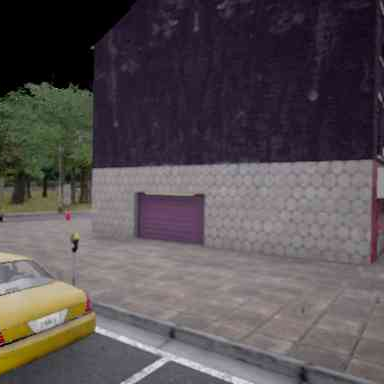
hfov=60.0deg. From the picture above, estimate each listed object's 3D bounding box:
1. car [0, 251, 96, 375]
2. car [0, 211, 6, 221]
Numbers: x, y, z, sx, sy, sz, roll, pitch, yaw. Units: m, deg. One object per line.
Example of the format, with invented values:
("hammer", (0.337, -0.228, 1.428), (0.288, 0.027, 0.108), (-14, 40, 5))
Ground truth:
("car", (-3.607, 1.528, 5.363), (4.829, 1.417, 1.752), (0, 1, 36))
("car", (-16.181, 1.655, 24.105), (2.128, 1.511, 4.902), (1, 0, 33))
